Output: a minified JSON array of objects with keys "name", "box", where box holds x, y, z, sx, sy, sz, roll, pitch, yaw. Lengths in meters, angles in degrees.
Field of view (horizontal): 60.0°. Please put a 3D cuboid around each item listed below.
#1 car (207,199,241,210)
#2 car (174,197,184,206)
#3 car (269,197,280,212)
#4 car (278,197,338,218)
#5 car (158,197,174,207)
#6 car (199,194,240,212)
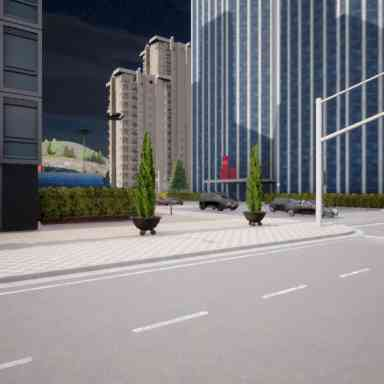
[{"name":"car","box":[4.193,1.601,44.395,1.895,1.301,4.718,0,0,-36]},{"name":"car","box":[-3.120,1.562,54.544,1.994,1.385,4.181,0,0,-36]},{"name":"car","box":[10.558,1.352,35.600,2.097,1.767,4.553,0,0,-36]},{"name":"car","box":[10.525,1.491,29.687,2.128,1.511,4.902,0,0,-36]},{"name":"car","box":[-5.383,1.478,51.691,1.882,1.535,5.008,0,1,-36]},{"name":"car","box":[3.043,1.221,40.013,2.150,2.045,5.566,0,0,-36]}]
